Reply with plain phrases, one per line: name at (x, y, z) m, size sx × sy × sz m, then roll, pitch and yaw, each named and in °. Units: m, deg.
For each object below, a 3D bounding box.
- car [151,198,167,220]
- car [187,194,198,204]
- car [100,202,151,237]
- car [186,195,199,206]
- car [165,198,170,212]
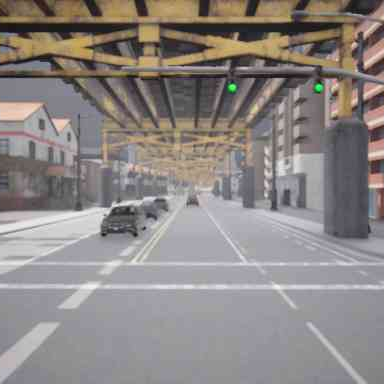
car at (-3.595, 1.515, 27.981) m, size 2.033 × 1.411 × 5.357 m, roll 0°, pitch 0°, yaw 0°
car at (0.086, 1.228, 60.786) m, size 1.882 × 1.535 × 5.008 m, roll 0°, pitch 1°, yaw 0°
car at (-3.597, 1.484, 18.129) m, size 1.837 × 1.490 × 4.892 m, roll 0°, pitch 0°, yaw 0°
car at (0.100, 1.458, 50.824) m, size 1.895 × 1.301 × 4.718 m, roll 0°, pitch 0°, yaw 0°
car at (-3.590, 1.447, 38.000) m, size 1.837 × 1.490 × 4.892 m, roll 0°, pitch 0°, yaw 0°
